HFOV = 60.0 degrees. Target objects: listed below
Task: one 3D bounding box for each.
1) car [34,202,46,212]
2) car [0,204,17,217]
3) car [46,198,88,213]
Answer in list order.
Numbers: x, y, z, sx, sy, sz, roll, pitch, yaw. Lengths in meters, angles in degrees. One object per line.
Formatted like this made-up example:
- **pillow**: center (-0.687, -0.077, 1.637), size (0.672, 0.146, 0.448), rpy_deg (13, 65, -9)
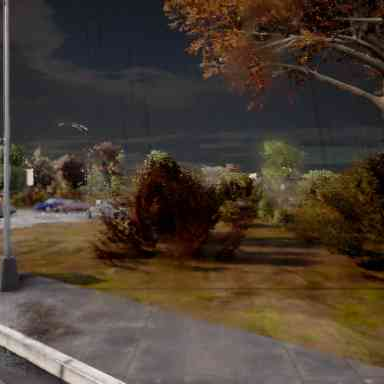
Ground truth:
- **car**: center (-16.260, 1.519, 39.586), size (1.882, 1.535, 5.008), rpy_deg (0, 0, 33)
- **car**: center (-18.531, 1.584, 29.556), size (2.033, 1.411, 5.357), rpy_deg (0, 0, 33)
- **car**: center (-13.562, 1.602, 37.302), size (1.994, 1.385, 4.181), rpy_deg (0, 0, 34)
